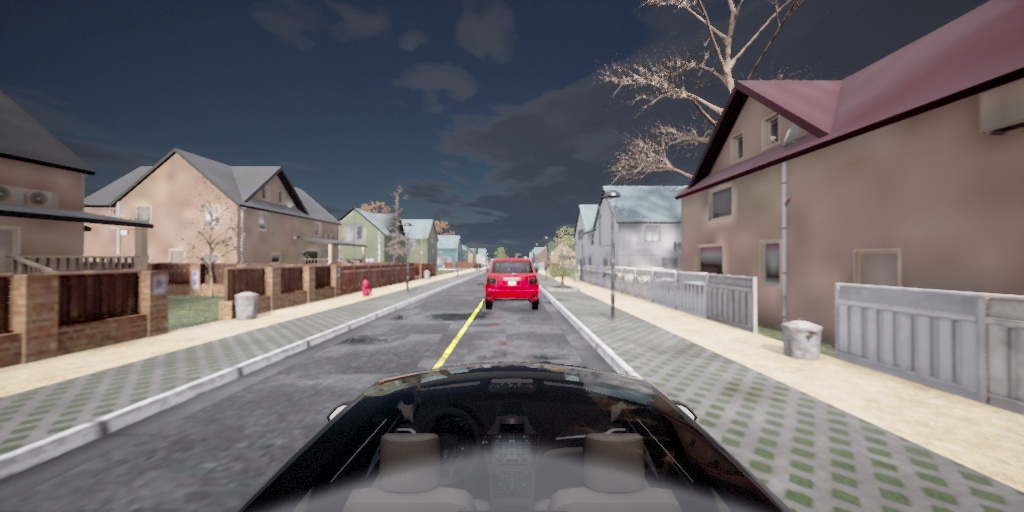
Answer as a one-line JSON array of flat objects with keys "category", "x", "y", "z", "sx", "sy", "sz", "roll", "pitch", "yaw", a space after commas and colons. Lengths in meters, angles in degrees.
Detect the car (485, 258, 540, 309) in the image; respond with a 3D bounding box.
[{"category": "car", "x": 0.008, "y": 1.121, "z": 15.879, "sx": 2.150, "sy": 2.045, "sz": 5.566, "roll": 0, "pitch": -1, "yaw": 0}]
